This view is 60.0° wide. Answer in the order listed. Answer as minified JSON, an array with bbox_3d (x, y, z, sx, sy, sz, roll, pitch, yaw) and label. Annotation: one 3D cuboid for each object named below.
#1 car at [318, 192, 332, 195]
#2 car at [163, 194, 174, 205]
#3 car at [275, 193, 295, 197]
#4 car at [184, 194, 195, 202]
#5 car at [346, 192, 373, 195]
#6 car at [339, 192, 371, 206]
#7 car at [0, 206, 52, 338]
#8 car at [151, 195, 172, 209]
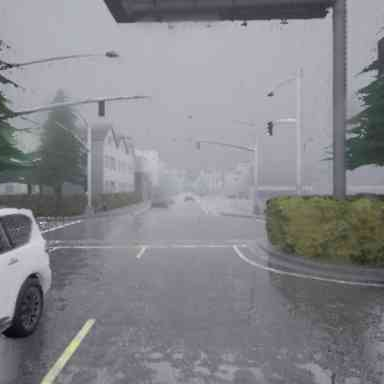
[{"bbox_3d":[25.024,0.867,62.643,2.152,1.636,5.027,0,0,-1],"label":"car"},{"bbox_3d":[-3.910,1.077,51.502,2.097,1.767,4.553,0,0,0],"label":"car"},{"bbox_3d":[15.021,1.103,55.169,2.007,1.523,4.514,0,0,-1],"label":"car"},{"bbox_3d":[-0.469,1.167,64.121,1.812,1.442,4.674,0,0,0],"label":"car"},{"bbox_3d":[18.858,0.965,37.327,1.905,1.878,3.866,0,0,-1],"label":"car"},{"bbox_3d":[22.064,0.925,45.228,1.932,1.855,4.605,0,0,-1],"label":"car"},{"bbox_3d":[-3.593,1.238,3.757,2.150,2.045,5.566,0,0,0],"label":"car"},{"bbox_3d":[-3.872,1.390,40.400,1.895,1.301,4.718,0,0,0],"label":"car"}]
